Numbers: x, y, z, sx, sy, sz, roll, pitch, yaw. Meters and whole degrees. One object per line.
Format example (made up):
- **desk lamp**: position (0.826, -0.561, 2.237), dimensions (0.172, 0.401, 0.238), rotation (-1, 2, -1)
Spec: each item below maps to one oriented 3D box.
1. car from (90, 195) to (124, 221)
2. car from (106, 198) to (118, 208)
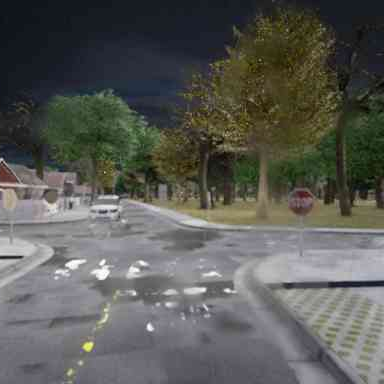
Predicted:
- **car**: position (-6.984, 1.369, 27.771), dimensions (2.150, 2.045, 5.566), rotation (0, 2, -6)
- **car**: position (-12.289, 1.674, 51.035), dimensions (1.812, 1.442, 4.674), rotation (0, 0, -14)
